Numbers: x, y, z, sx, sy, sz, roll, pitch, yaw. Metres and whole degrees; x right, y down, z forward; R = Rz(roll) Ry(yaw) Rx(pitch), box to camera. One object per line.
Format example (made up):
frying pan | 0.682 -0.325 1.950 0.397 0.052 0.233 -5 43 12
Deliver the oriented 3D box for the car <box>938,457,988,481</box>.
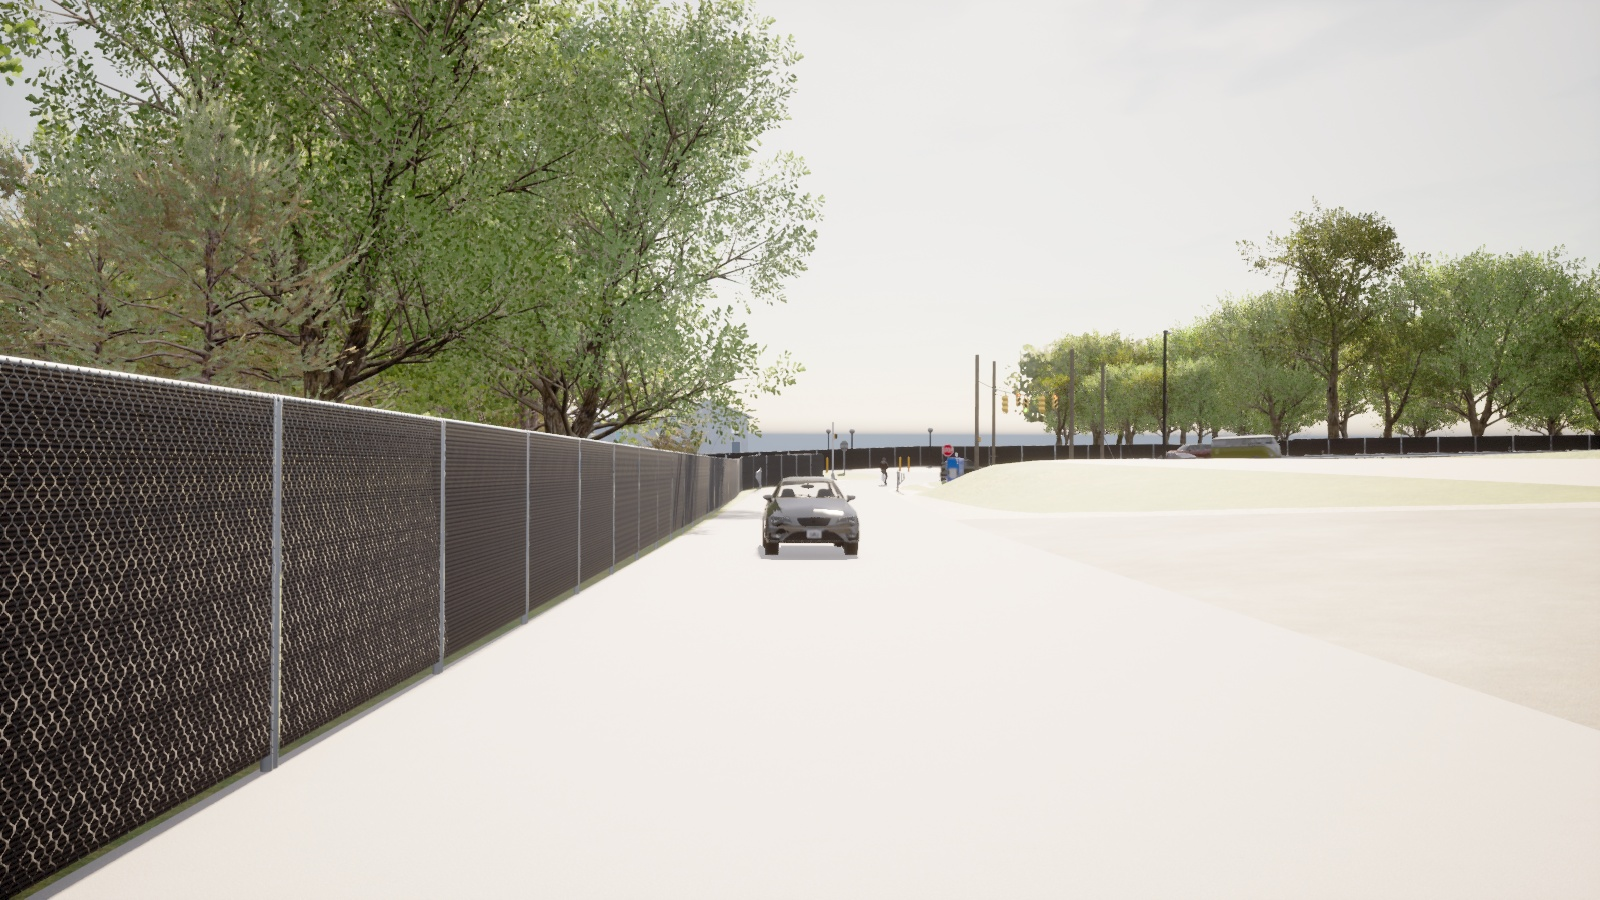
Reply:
car | 11.668 1.355 89.873 1.789 1.549 3.705 1 2 42

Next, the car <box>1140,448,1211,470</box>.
car | 27.333 0.683 91.718 2.033 1.411 5.357 -1 -2 -22

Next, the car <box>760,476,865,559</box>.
car | 0.165 1.265 24.725 1.816 1.474 4.193 0 -1 -3

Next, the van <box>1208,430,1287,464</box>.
van | 28.488 -0.151 80.027 1.775 1.987 4.442 -2 -1 -37
